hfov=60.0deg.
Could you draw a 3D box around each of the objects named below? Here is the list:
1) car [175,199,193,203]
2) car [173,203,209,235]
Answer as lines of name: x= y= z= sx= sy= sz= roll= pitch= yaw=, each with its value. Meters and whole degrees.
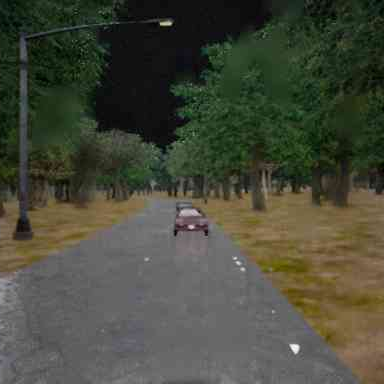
car: x=-0.926 y=1.522 z=37.916 sx=2.128 sy=1.511 sz=4.902 roll=0 pitch=0 yaw=-3
car: x=-0.083 y=1.549 z=18.765 sx=1.812 sy=1.442 sz=4.674 roll=0 pitch=0 yaw=-1
